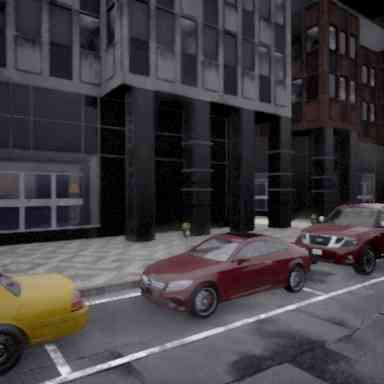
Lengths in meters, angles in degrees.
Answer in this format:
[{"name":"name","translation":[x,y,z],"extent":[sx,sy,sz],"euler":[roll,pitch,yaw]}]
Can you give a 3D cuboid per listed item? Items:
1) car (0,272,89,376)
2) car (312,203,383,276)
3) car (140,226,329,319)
[{"name":"car","translation":[-3.781,1.525,3.954],"extent":[4.829,1.417,1.752],"euler":[0,0,-36]},{"name":"car","translation":[5.474,1.313,10.565],"extent":[5.009,1.841,2.192],"euler":[0,0,-36]},{"name":"car","translation":[0.915,1.581,7.308],"extent":[4.206,1.307,1.802],"euler":[0,0,-36]}]
